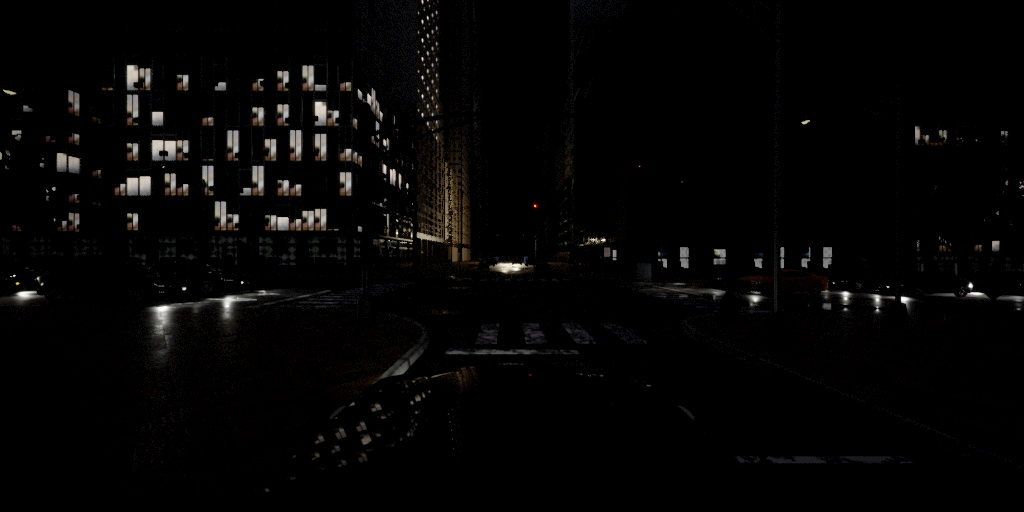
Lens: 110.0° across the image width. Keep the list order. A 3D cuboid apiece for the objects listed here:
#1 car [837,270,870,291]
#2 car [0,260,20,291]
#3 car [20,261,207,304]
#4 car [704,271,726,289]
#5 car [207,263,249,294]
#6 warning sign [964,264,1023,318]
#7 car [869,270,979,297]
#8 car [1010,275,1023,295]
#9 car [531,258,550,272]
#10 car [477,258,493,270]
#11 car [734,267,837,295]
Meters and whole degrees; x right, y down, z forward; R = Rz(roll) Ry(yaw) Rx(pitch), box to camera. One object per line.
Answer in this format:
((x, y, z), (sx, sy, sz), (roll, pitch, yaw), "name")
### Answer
((25.619, 1.744, 25.966), (4.892, 1.490, 1.837), (1, 0, -3), "car")
((-24.428, 0.893, 16.885), (4.181, 1.385, 1.994), (1, 0, -3), "car")
((-15.372, 1.000, 14.058), (4.892, 1.490, 1.837), (1, 0, -3), "car")
((16.322, 1.550, 25.525), (5.008, 1.535, 1.882), (1, 0, -3), "car")
((-15.523, 0.997, 17.304), (4.892, 1.490, 1.837), (1, 0, -3), "car")
((17.262, 1.206, 12.856), (1.060, 1.860, 1.300), (0, 0, -3), "warning sign")
((26.130, 1.753, 22.737), (4.892, 1.490, 1.837), (1, 0, -3), "car")
((35.917, 2.025, 23.195), (4.718, 1.301, 1.895), (1, 0, -3), "car")
((3.876, 1.336, 46.643), (1.948, 1.339, 4.313), (0, 0, 0), "car")
((-4.083, 1.351, 52.126), (1.802, 1.307, 4.207), (0, 0, 0), "car")
((16.731, 1.557, 22.290), (5.008, 1.535, 1.882), (1, 0, -3), "car")
